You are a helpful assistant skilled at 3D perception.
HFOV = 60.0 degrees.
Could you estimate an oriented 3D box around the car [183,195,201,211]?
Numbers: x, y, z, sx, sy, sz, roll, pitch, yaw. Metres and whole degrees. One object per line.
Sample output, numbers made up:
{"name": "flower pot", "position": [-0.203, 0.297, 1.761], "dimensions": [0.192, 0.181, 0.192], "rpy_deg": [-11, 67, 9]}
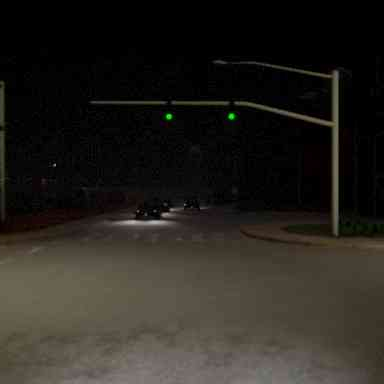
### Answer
{"name": "car", "position": [-0.002, 1.463, 40.935], "dimensions": [1.837, 1.490, 4.892], "rpy_deg": [0, 0, 0]}

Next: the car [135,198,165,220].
{"name": "car", "position": [-3.598, 1.493, 28.343], "dimensions": [1.812, 1.442, 4.674], "rpy_deg": [0, 0, 0]}

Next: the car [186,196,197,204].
{"name": "car", "position": [-0.003, 1.482, 64.161], "dimensions": [2.033, 1.411, 5.357], "rpy_deg": [0, 0, 0]}

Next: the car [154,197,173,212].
{"name": "car", "position": [-3.590, 1.314, 37.246], "dimensions": [2.097, 1.767, 4.553], "rpy_deg": [0, 0, 0]}

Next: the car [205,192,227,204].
{"name": "car", "position": [4.159, 1.087, 56.704], "dimensions": [1.905, 1.878, 3.866], "rpy_deg": [-8, 3, -42]}

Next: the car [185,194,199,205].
{"name": "car", "position": [-0.010, 1.247, 54.938], "dimensions": [2.097, 1.767, 4.553], "rpy_deg": [0, -1, 0]}
